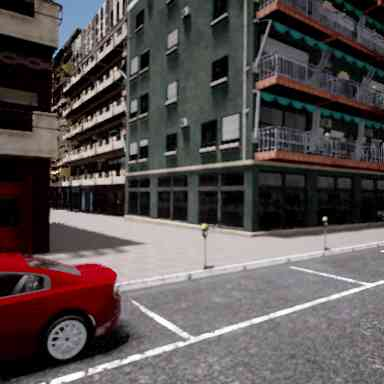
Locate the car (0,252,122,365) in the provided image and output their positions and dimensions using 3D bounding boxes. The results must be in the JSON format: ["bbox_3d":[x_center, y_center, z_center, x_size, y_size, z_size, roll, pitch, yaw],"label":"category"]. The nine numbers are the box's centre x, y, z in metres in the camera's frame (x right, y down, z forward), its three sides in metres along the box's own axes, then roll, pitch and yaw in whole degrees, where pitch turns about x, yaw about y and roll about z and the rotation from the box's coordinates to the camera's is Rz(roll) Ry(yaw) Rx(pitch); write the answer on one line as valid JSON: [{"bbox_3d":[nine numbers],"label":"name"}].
[{"bbox_3d":[-3.163,1.543,4.300,4.507,1.381,1.887,1,0,-35],"label":"car"}]
